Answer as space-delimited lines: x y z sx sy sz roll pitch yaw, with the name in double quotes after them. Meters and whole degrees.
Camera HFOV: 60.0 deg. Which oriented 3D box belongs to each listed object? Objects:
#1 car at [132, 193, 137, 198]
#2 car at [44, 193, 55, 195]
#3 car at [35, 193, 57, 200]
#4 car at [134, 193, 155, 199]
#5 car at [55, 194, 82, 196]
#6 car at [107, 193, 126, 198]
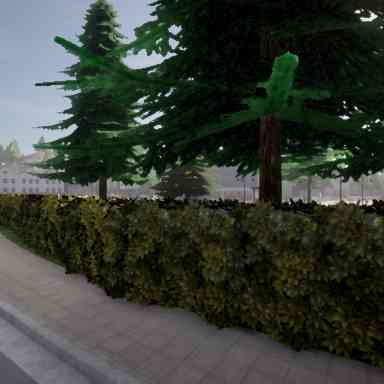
-10.889 1.097 77.775 4.605 1.855 1.932 0 0 -36 "car"
-29.650 1.298 72.179 4.514 1.523 2.007 0 0 -36 "car"
-36.329 1.097 82.718 4.605 1.855 1.932 0 0 -36 "car"
-7.941 1.384 60.690 3.806 1.475 1.970 0 0 -36 "car"
-23.862 1.320 64.033 3.633 1.501 1.845 0 0 -36 "car"
-20.372 1.154 90.295 5.027 1.636 2.152 0 0 -36 "car"
